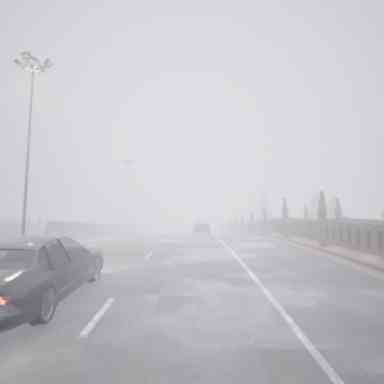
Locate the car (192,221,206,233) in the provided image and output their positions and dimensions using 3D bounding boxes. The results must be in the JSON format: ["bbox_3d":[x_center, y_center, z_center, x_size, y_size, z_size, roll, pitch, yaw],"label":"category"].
[{"bbox_3d":[1.055,5.588,53.285,2.097,1.767,4.553,0,-6,0],"label":"car"}]

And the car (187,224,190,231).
[{"bbox_3d":[0.065,7.723,72.352,2.033,1.411,5.357,-1,-6,5],"label":"car"}]

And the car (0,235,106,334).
[{"bbox_3d":[-3.399,1.640,7.169,2.033,1.411,5.357,0,-1,0],"label":"car"}]

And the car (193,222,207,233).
[{"bbox_3d":[1.055,5.050,47.337,1.882,1.535,5.008,0,-6,0],"label":"car"}]

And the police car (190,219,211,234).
[{"bbox_3d":[1.054,3.898,37.514,1.930,1.638,5.238,0,-6,0],"label":"police car"}]
